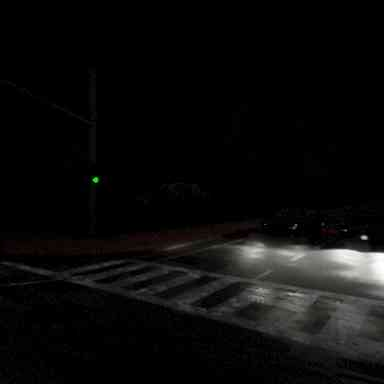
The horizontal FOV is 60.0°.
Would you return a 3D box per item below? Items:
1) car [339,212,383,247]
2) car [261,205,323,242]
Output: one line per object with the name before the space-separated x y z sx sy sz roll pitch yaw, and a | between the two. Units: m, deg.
car | 7.751 1.564 14.402 1.994 1.385 4.181 0 0 35
car | 5.156 1.476 16.795 1.882 1.535 5.008 0 0 35
